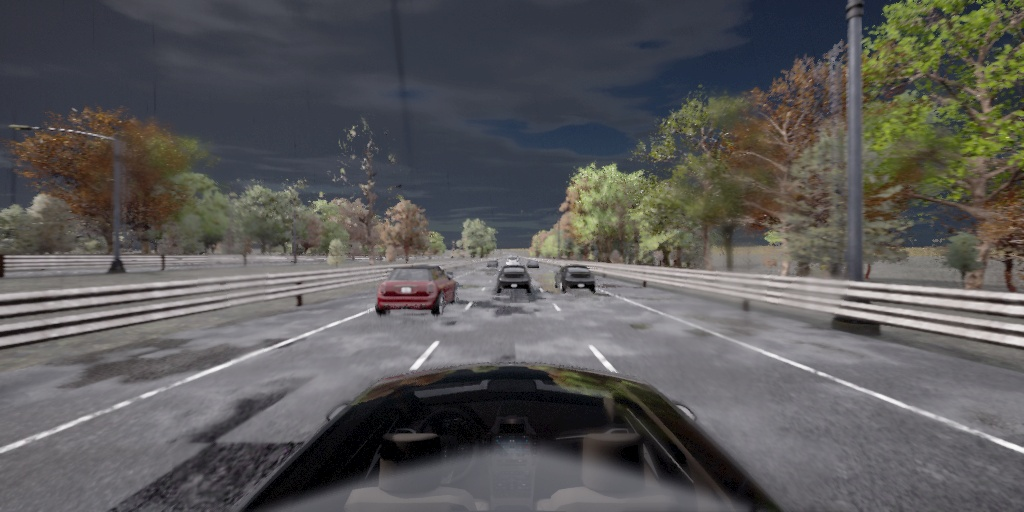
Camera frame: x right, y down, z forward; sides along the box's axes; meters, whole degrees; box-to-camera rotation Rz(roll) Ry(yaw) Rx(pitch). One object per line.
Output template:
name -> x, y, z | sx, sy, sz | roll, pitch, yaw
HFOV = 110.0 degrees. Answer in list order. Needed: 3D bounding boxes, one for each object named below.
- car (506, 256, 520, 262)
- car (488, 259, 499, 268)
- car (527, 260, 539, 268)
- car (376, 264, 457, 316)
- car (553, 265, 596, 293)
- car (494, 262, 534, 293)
car -> 0.131, 1.064, 63.280 | 2.150, 2.045, 5.566 | 0, 0, 0
car -> -3.367, 1.335, 64.560 | 2.128, 1.511, 4.902 | 0, 0, 0
car -> 3.631, 1.406, 63.261 | 1.994, 1.385, 4.181 | 0, 0, 0
car -> -3.393, 1.120, 13.624 | 2.097, 1.767, 4.553 | 0, 0, 0
car -> 3.612, 1.287, 21.171 | 1.837, 1.490, 4.892 | 0, 0, 0
car -> 0.108, 1.287, 21.142 | 1.837, 1.490, 4.892 | 0, 0, 0
